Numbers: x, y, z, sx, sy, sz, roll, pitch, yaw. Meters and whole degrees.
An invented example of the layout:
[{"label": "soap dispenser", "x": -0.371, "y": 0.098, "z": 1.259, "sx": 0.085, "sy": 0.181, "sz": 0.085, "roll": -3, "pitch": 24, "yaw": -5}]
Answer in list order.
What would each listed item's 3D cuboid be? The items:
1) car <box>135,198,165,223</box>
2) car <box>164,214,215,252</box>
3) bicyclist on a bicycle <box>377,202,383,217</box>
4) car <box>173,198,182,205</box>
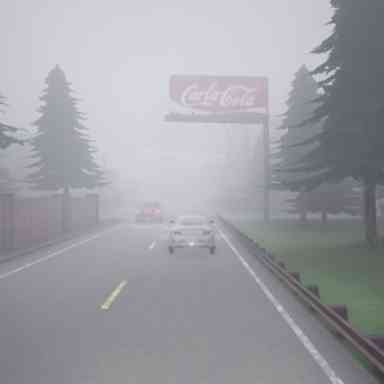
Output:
[{"label": "car", "x": -3.511, "y": 1.620, "z": 28.578, "sx": 2.097, "sy": 1.767, "sz": 4.553, "roll": 0, "pitch": 0, "yaw": 0}, {"label": "car", "x": 0.000, "y": 1.662, "z": 14.385, "sx": 1.812, "sy": 1.442, "sz": 4.674, "roll": 0, "pitch": 0, "yaw": 0}, {"label": "bicyclist on a bicycle", "x": 19.328, "y": 1.817, "z": 33.818, "sx": 0.582, "sy": 1.620, "sz": 1.656, "roll": -2, "pitch": -3, "yaw": -13}, {"label": "car", "x": -3.525, "y": 2.274, "z": 80.230, "sx": 1.812, "sy": 1.442, "sz": 4.674, "roll": 0, "pitch": -1, "yaw": 0}]
